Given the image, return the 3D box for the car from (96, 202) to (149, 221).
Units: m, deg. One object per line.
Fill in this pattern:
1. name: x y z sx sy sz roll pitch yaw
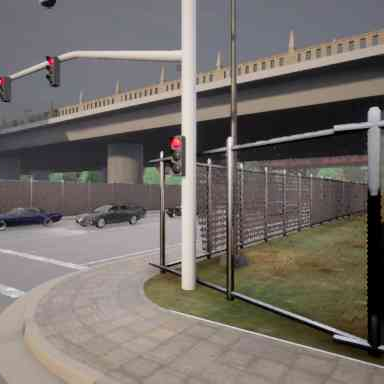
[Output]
1. car: -5.867 1.619 28.517 1.994 1.385 4.181 0 0 36

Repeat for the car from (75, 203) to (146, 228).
1. car: -5.630 1.560 22.794 1.837 1.490 4.892 0 0 35

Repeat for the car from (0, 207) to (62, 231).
1. car: -10.991 1.656 21.344 1.895 1.301 4.718 0 0 37
